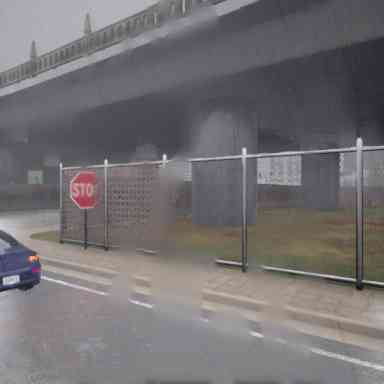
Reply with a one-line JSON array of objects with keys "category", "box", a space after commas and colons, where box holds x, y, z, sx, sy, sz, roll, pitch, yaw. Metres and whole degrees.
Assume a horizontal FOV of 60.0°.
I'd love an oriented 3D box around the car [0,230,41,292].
[{"category": "car", "box": [-5.343, 1.526, 7.725, 4.674, 1.442, 1.812, 0, 0, 35]}]
